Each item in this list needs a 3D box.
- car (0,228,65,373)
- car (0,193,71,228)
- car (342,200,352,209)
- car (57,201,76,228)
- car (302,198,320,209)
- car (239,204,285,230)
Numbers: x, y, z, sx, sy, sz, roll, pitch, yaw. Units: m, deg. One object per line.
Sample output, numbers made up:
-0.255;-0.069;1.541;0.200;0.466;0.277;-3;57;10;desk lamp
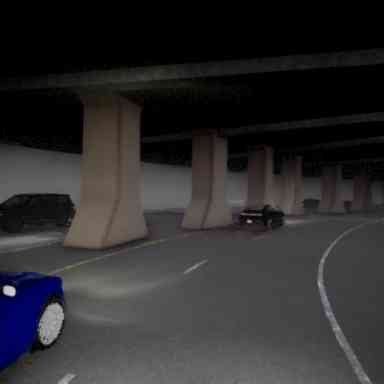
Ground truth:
-3.066;1.433;3.215;1.882;1.535;5.008;0;0;6;car
-9.227;1.092;18.939;2.150;2.045;5.566;1;0;26;car
22.901;1.912;51.373;5.357;1.411;2.033;1;0;-35;car
-5.013;1.425;19.483;2.128;1.511;4.902;1;0;28;car
18.345;1.801;52.291;4.892;1.490;1.837;1;0;-38;car
4.705;1.571;21.962;2.128;1.511;4.902;1;0;32;car
